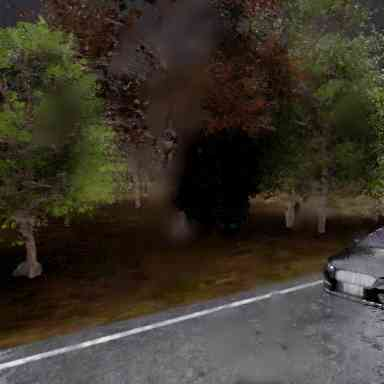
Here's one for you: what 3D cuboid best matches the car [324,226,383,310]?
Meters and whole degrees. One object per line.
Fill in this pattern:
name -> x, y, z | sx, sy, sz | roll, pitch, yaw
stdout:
car -> 4.925, 1.473, 7.358 | 4.902, 1.511, 2.128 | 0, 0, -34
